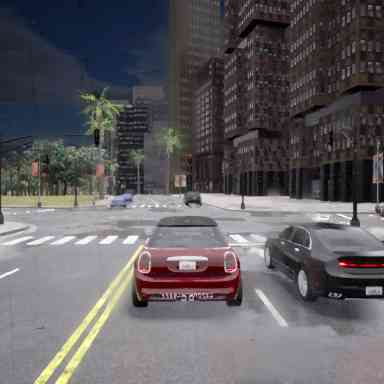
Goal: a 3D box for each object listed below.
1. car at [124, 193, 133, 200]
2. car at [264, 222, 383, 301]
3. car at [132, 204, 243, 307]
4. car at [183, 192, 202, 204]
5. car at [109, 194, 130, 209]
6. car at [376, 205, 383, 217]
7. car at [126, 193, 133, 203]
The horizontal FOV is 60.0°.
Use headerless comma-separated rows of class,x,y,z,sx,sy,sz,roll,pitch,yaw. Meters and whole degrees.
car,-14.025,0.951,73.572,1.994,1.385,4.181,0,1,-11
car,3.159,1.503,8.303,1.837,1.490,4.892,0,0,-1
car,-0.131,1.351,8.146,2.097,1.767,4.553,0,0,-1
car,0.014,0.951,48.520,2.150,2.045,5.566,0,1,-7
car,-9.240,1.338,42.151,1.812,1.442,4.674,0,1,-7
car,17.459,1.292,26.845,4.553,1.767,2.097,0,0,13
car,-11.385,1.077,58.091,1.882,1.535,5.008,0,1,-9
